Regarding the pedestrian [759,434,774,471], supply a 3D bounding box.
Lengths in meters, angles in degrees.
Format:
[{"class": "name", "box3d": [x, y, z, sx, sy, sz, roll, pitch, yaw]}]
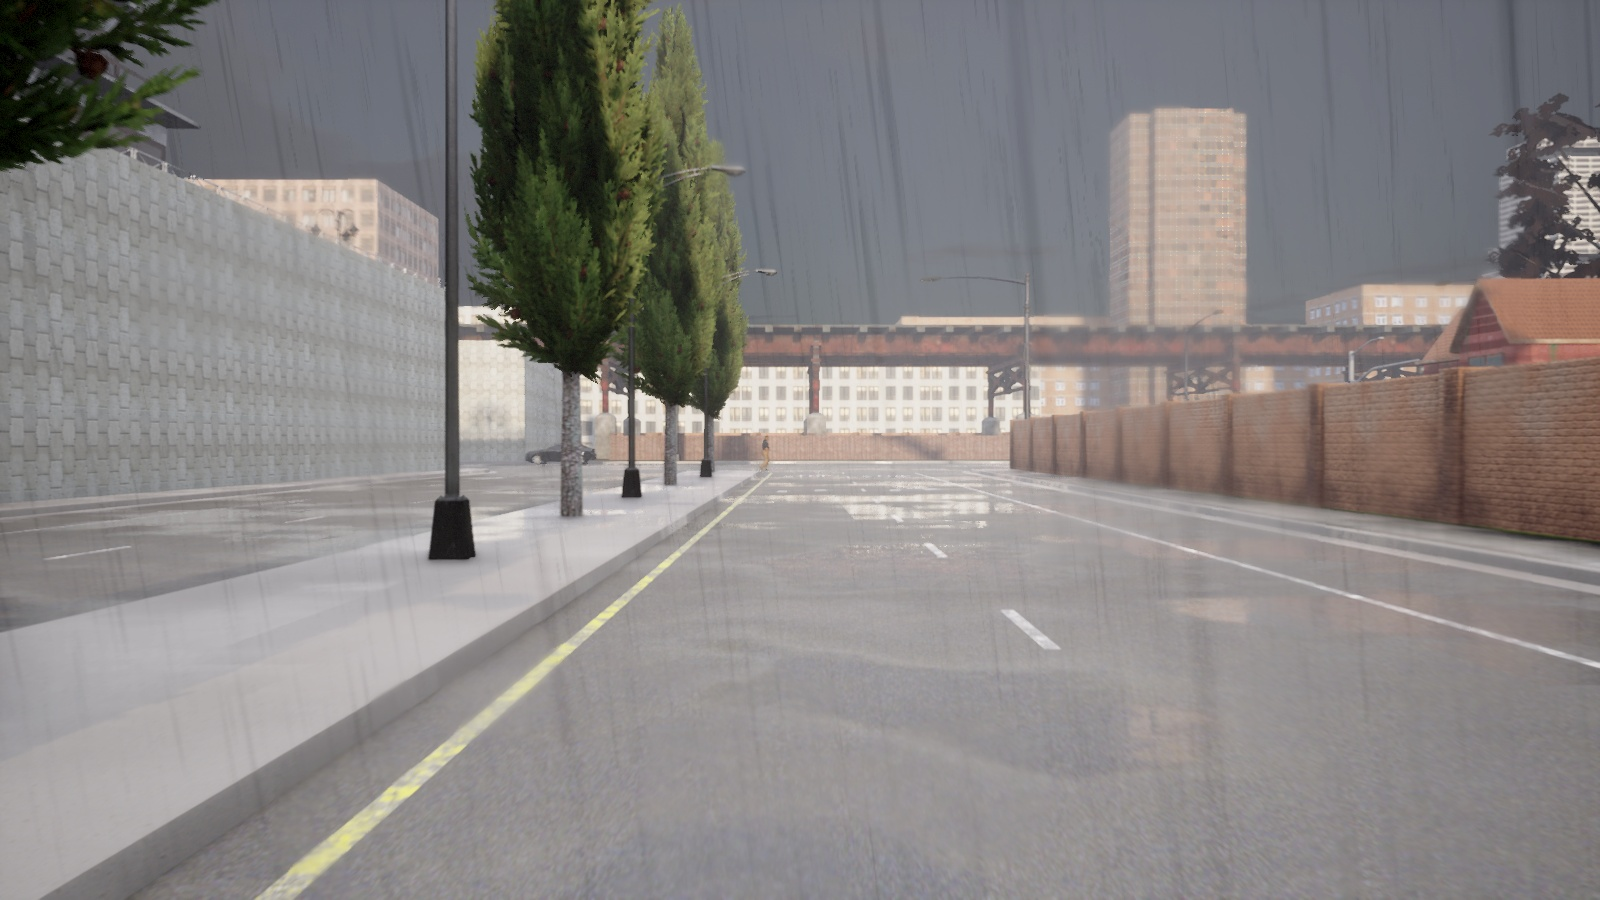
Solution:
[{"class": "pedestrian", "box3d": [-1.699, 0.135, 63.066, 0.694, 1.848, 0.540, 0, 0, -11]}]

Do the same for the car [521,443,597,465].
[{"class": "car", "box3d": [-16.582, 0.250, 86.621, 4.892, 1.490, 1.837, 0, 0, 1]}]
